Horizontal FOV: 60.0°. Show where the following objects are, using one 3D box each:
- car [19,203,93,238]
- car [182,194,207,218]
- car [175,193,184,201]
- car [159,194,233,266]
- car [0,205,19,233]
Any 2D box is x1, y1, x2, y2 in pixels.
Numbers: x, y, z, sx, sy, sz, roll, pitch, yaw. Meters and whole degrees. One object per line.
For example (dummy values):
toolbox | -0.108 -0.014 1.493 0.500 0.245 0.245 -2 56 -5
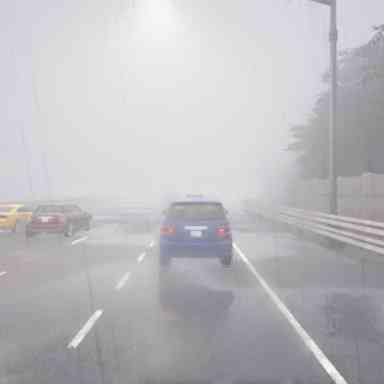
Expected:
car | -6.854 1.346 17.681 2.097 1.767 4.553 0 0 0
car | 0.283 1.210 31.886 2.150 2.045 5.566 0 0 2
car | -3.260 1.250 85.357 2.097 1.767 4.553 0 0 0
car | 0.123 1.218 11.660 2.150 2.045 5.566 0 0 0
car | -10.346 1.471 19.471 1.882 1.535 5.008 0 0 0
